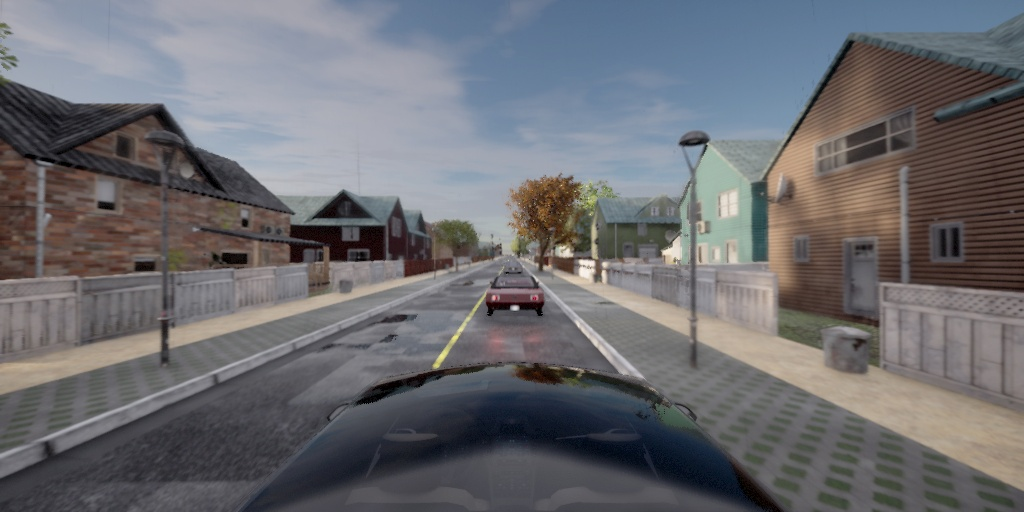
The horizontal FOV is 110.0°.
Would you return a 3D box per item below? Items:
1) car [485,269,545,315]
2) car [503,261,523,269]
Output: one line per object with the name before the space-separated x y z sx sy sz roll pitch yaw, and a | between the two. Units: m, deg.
car | 0.096 1.323 13.368 1.895 1.301 4.718 0 0 0
car | 0.105 1.214 34.833 2.033 1.411 5.357 0 0 0
